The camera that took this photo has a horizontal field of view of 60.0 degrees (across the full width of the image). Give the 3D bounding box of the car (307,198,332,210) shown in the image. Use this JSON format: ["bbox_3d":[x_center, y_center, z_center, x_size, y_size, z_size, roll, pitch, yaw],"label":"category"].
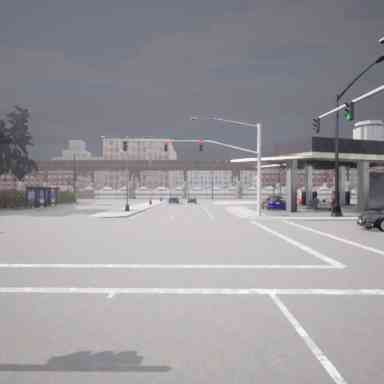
[{"bbox_3d":[15.469,1.455,40.486,1.970,1.475,3.806,0,0,0],"label":"car"}]

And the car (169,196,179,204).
[{"bbox_3d":[-3.478,1.477,64.405,1.882,1.535,5.008,0,0,0],"label":"car"}]

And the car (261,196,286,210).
[{"bbox_3d":[9.724,1.295,39.725,2.242,1.667,4.611,0,0,0],"label":"car"}]

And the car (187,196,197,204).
[{"bbox_3d":[0.022,1.547,64.404,2.033,1.411,5.357,0,0,0],"label":"car"}]

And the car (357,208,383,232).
[{"bbox_3d":[12.297,1.505,19.562,4.892,1.490,1.837,0,0,-1],"label":"car"}]
